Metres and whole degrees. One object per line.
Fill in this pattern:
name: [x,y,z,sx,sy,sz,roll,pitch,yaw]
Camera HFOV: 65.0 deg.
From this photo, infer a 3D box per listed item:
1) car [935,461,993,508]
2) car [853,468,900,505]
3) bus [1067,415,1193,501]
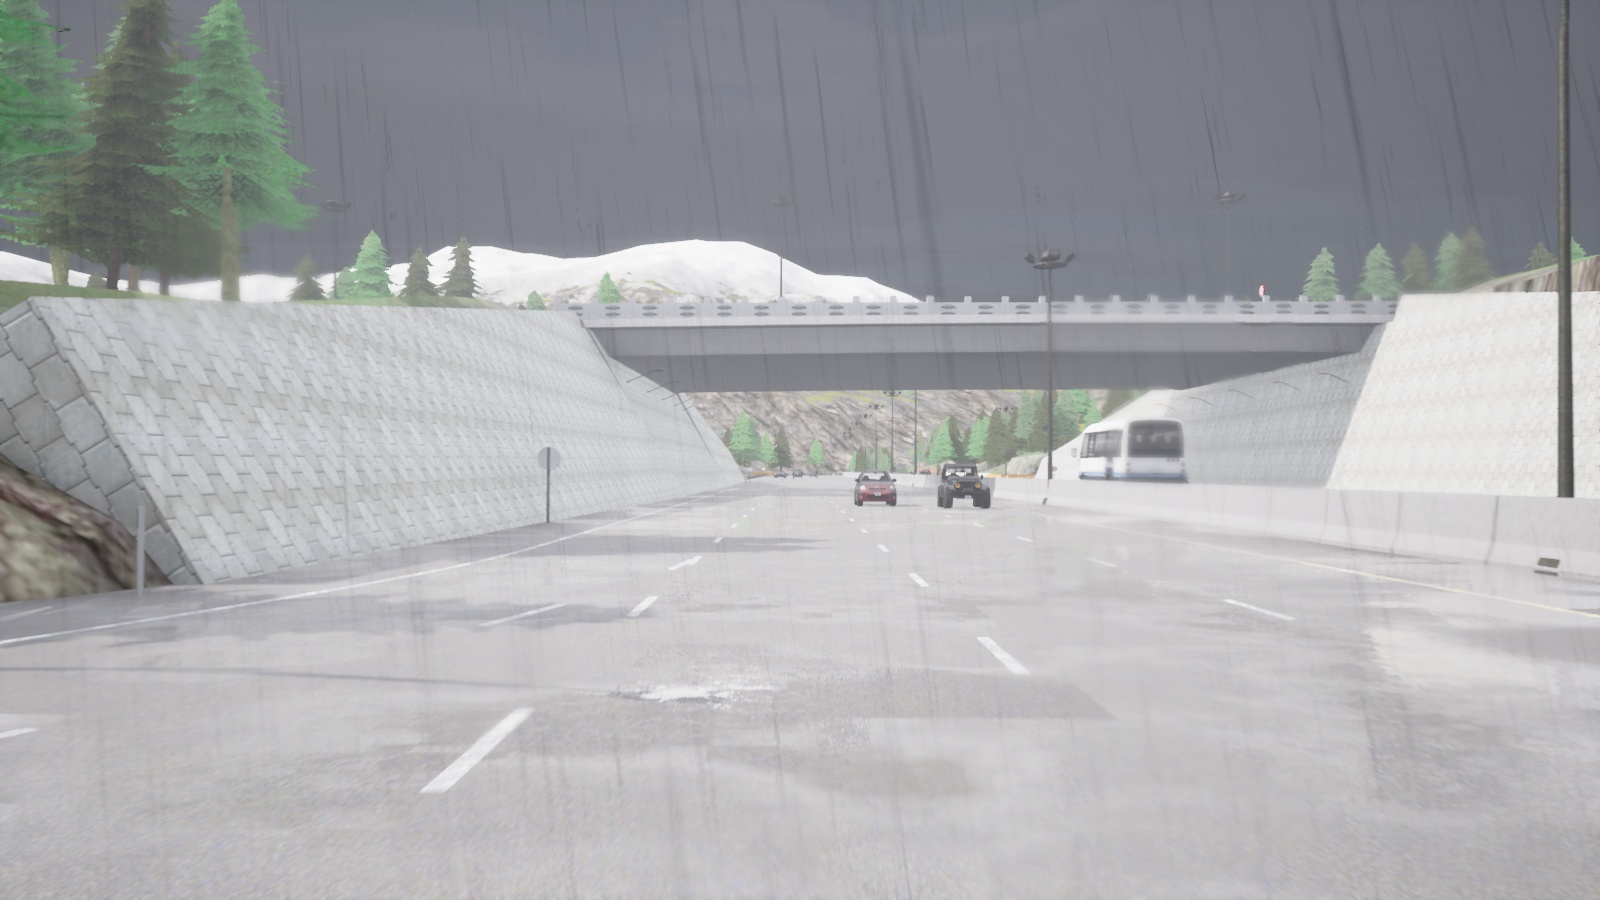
car: [6.871,1.432,52.957,1.905,1.878,3.866,0,-1,0]
car: [3.364,1.599,56.072,1.851,1.617,3.988,0,-1,0]
bus: [17.333,0.442,66.915,3.944,4.253,10.273,0,-1,0]
